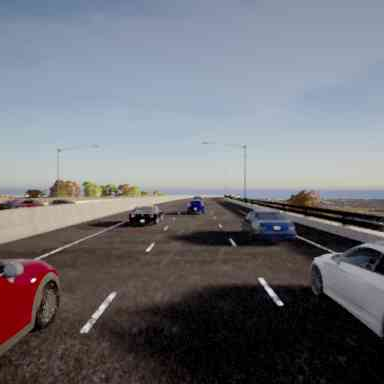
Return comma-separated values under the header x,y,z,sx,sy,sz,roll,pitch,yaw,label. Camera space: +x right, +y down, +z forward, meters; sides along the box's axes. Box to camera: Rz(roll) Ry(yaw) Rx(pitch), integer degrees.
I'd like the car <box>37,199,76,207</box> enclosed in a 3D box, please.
x,y,z,sx,sy,sz,roll,pitch,yaw,label
-13.698,1.502,34.606,1.882,1.535,5.008,0,0,2,car

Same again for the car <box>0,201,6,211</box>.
x,y,z,sx,sy,sz,roll,pitch,yaw,label
-20.593,1.577,38.345,2.033,1.411,5.357,0,0,2,car

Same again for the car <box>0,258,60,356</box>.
x,y,z,sx,sy,sz,roll,pitch,yaw,label
-3.385,1.351,4.060,2.097,1.767,4.553,0,0,0,car

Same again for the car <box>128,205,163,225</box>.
x,y,z,sx,sy,sz,roll,pitch,yaw,label
-3.218,1.614,24.039,1.895,1.301,4.718,0,0,1,car

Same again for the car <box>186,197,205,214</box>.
x,y,z,sx,sy,sz,roll,pitch,yaw,label
0.420,1.560,36.236,1.812,1.442,4.674,0,0,1,car

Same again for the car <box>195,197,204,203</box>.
x,y,z,sx,sy,sz,roll,pitch,yaw,label
1.601,1.740,73.637,1.895,1.301,4.718,0,0,3,car

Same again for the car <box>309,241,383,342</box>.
x,y,z,sx,sy,sz,roll,pitch,yaw,label
3.510,1.527,5.521,1.812,1.442,4.674,0,0,0,car

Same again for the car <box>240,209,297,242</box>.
x,y,z,sx,sy,sz,roll,pitch,yaw,label
3.583,1.555,16.444,2.033,1.411,5.357,0,0,1,car

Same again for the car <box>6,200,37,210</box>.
x,y,z,sx,sy,sz,roll,pitch,yaw,label
-17.184,1.550,35.186,1.812,1.442,4.674,0,0,2,car
